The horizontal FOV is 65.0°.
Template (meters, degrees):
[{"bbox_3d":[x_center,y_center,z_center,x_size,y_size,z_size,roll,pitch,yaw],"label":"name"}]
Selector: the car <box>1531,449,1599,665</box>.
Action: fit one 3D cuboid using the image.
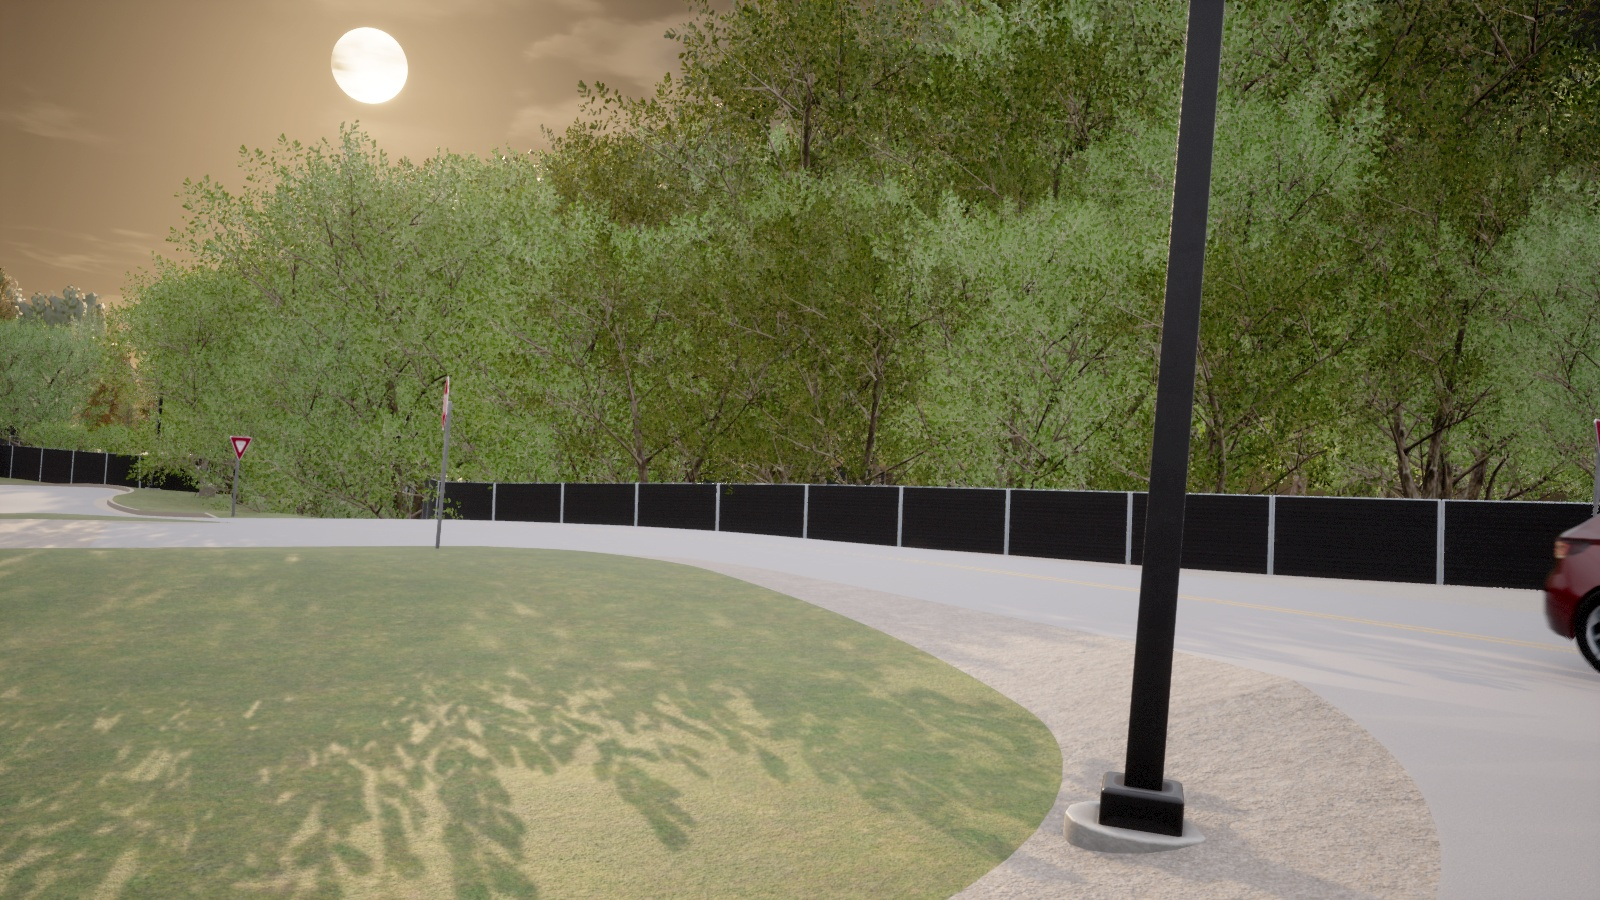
[{"bbox_3d":[7.169,0.720,7.760,1.816,1.474,4.193,1,-2,-35],"label":"car"}]
